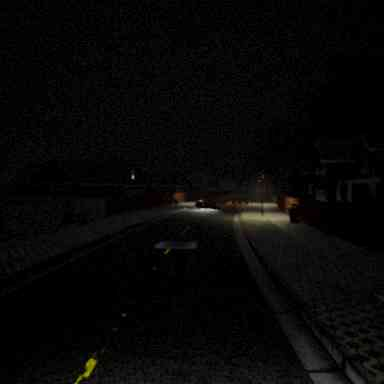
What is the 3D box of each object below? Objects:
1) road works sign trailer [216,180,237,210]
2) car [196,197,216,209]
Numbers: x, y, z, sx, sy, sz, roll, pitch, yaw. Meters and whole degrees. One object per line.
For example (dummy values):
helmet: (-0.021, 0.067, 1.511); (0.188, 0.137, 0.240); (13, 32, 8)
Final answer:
road works sign trailer: (4.241, 0.300, 40.055); (2.380, 3.560, 2.880); (1, 1, 15)
car: (1.781, 1.364, 41.423); (1.994, 1.385, 4.181); (1, 1, 13)
